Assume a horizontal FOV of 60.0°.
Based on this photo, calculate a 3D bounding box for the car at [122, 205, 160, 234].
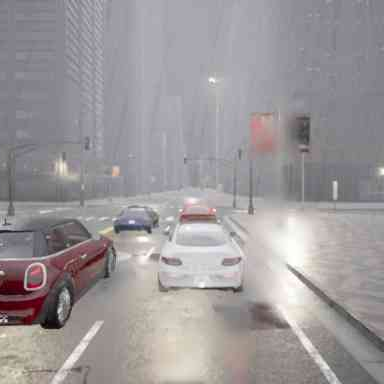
[{"bbox_3d":[-2.940,1.423,18.354,1.994,1.385,4.181,0,0,1],"label":"car"}]

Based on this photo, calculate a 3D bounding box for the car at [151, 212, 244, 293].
[{"bbox_3d":[0.204,1.461,8.526,1.812,1.442,4.674,0,0,0],"label":"car"}]

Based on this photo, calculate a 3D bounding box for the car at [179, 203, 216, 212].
[{"bbox_3d":[0.306,1.340,17.855,1.882,1.535,5.008,0,0,0],"label":"car"}]

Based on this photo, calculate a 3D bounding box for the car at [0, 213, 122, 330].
[{"bbox_3d":[-3.079,1.299,6.968,2.097,1.767,4.553,0,0,0],"label":"car"}]
